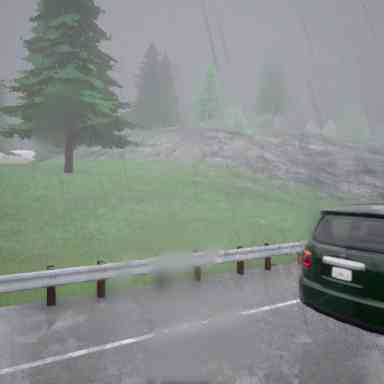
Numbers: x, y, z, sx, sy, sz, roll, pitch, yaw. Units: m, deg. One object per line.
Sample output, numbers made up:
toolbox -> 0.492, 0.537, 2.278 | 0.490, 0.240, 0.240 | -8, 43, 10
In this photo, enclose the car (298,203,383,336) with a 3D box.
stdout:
car -> 4.394, 1.223, 5.949 | 5.566, 2.045, 2.150 | 0, 0, -30
